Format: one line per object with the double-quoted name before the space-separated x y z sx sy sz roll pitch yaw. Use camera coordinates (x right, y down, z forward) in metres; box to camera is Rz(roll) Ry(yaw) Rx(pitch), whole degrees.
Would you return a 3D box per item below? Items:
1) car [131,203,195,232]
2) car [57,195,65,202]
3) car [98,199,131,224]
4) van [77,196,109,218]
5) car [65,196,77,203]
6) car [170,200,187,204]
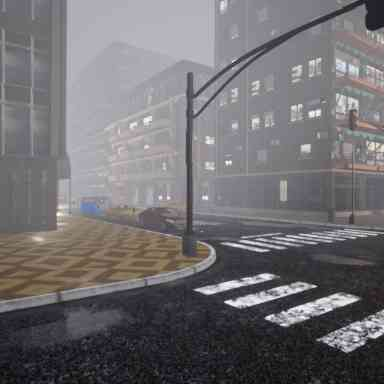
"car" -1.750 1.526 19.779 1.802 1.307 4.206 0 0 -36
"car" -27.958 1.360 70.681 1.967 1.590 4.097 0 0 -36
"car" -4.952 1.459 24.242 1.752 1.417 4.829 0 0 -36
"van" -8.352 1.265 28.983 1.690 1.788 3.998 0 0 -36
"car" -21.454 1.447 61.616 1.752 1.417 4.829 0 0 -36
"car" -1.644 1.488 34.006 1.752 1.417 4.829 0 0 -36
